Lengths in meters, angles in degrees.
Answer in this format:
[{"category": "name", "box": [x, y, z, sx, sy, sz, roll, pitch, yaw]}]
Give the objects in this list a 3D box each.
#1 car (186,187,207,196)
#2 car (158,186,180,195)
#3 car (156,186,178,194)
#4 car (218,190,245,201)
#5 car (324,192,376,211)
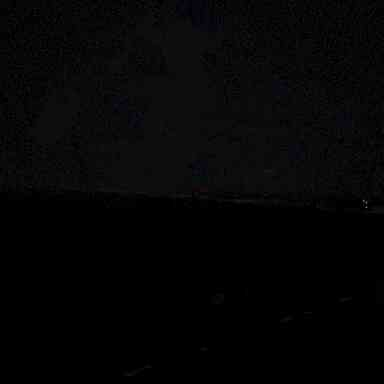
[{"category": "car", "box": [0.742, -0.146, 58.516, 1.837, 1.490, 4.892, -3, 4, -34]}, {"category": "car", "box": [-3.952, -0.284, 60.300, 1.994, 1.385, 4.181, -3, 4, -35]}, {"category": "car", "box": [-5.063, -0.454, 66.650, 2.128, 1.511, 4.902, -3, 4, -35]}, {"category": "car", "box": [5.516, 0.442, 46.741, 1.994, 1.385, 4.181, -3, 4, -35]}, {"category": "car", "box": [15.474, 0.805, 32.610, 2.097, 1.767, 4.553, -3, 4, -35]}]
